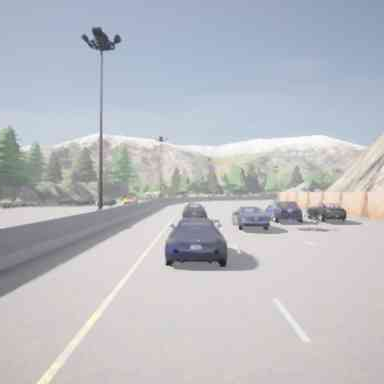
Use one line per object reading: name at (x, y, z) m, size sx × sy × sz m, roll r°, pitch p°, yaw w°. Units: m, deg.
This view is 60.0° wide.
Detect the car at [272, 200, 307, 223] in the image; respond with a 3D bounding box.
car at (7.197, 1.443, 26.581) m, size 2.097 × 1.767 × 4.553 m, roll 0°, pitch 0°, yaw 0°

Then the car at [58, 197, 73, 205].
car at (-20.755, 1.529, 55.566) m, size 1.994 × 1.385 × 4.181 m, roll 0°, pitch 0°, yaw 1°

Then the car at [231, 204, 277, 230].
car at (3.675, 1.608, 21.530) m, size 2.033 × 1.411 × 5.357 m, roll 0°, pitch 0°, yaw 0°

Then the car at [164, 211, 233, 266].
car at (0.134, 1.585, 11.720) m, size 1.994 × 1.385 × 4.181 m, roll 0°, pitch 0°, yaw 0°

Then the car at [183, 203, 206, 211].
car at (0.199, 1.613, 27.498) m, size 1.994 × 1.385 × 4.181 m, roll 0°, pitch 0°, yaw 0°

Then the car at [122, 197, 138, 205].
car at (-10.225, 1.509, 55.523) m, size 1.882 × 1.535 × 5.008 m, roll 0°, pitch 0°, yaw 2°

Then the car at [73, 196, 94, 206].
car at (-17.272, 1.489, 54.530) m, size 1.837 × 1.490 × 4.892 m, roll 0°, pitch 0°, yaw 1°

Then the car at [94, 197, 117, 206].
car at (-13.789, 1.556, 54.617) m, size 2.033 × 1.411 × 5.357 m, roll 0°, pitch 0°, yaw 2°

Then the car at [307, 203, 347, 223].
car at (10.698, 1.605, 26.848) m, size 2.128 × 1.511 × 4.902 m, roll 0°, pitch 0°, yaw 0°
